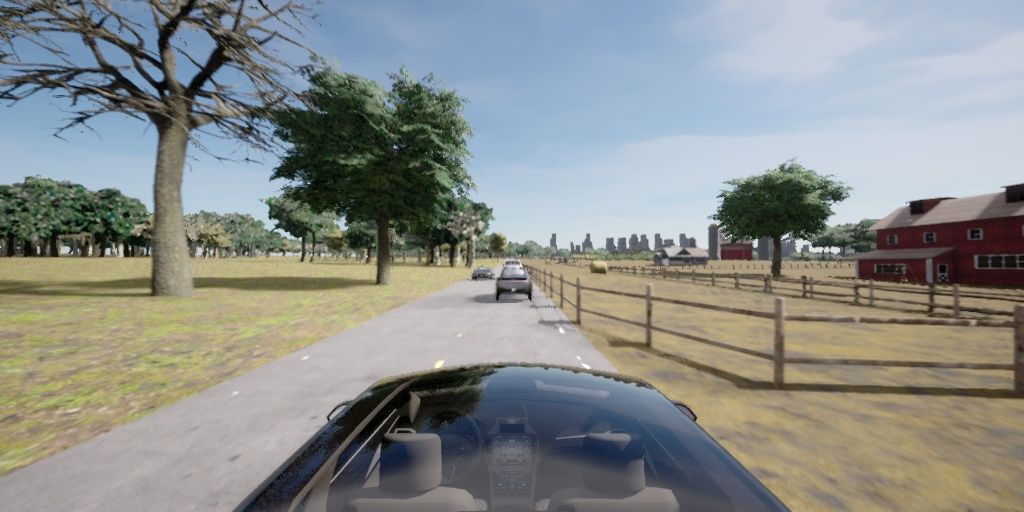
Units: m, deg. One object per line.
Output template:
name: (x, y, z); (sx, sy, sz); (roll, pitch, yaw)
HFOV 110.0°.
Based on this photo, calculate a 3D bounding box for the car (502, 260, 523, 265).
car: (0.091, 1.420, 39.963); (2.150, 2.045, 5.566); (0, -1, 0)

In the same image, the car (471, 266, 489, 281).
car: (-2.850, 1.699, 35.481); (1.994, 1.385, 4.181); (0, -1, 0)

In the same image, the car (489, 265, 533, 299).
car: (0.090, 1.415, 19.190); (2.128, 1.511, 4.902); (0, -1, 0)
